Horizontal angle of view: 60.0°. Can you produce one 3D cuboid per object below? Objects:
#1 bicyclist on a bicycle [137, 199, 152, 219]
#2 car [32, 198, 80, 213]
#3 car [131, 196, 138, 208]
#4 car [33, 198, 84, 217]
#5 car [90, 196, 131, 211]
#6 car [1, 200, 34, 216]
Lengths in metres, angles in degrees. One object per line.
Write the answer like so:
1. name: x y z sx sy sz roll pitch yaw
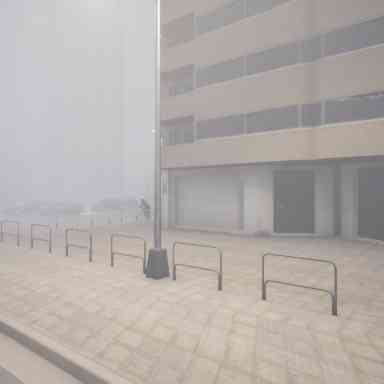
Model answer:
1. bicyclist on a bicycle: -3.806 1.357 26.409 1.656 1.620 0.582 0 0 38
2. car: -16.199 1.533 39.755 1.882 1.535 5.008 0 0 38
3. car: -9.927 1.407 47.748 2.097 1.767 4.553 0 0 38
4. car: -12.735 1.619 32.534 1.994 1.385 4.181 0 0 38
5. car: -10.408 1.560 41.474 1.837 1.490 4.892 0 0 38
6. car: -16.555 1.560 33.604 1.837 1.490 4.892 0 0 38
